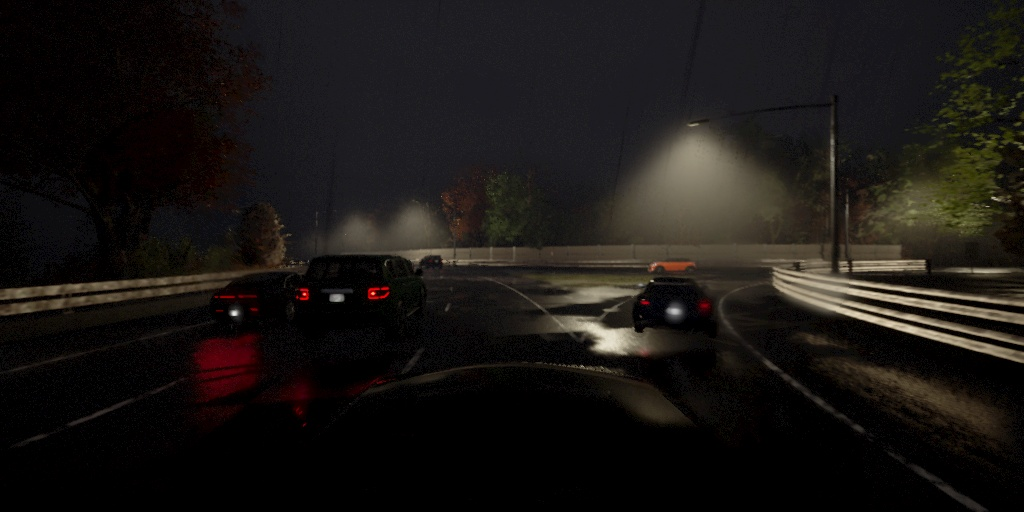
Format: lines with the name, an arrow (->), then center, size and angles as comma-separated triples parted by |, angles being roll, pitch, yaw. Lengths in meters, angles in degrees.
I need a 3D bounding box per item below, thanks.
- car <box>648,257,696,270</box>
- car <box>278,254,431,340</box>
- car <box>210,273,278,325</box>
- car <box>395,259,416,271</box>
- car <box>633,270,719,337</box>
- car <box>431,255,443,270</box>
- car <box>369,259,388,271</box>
car -> 16.810, 0.916, 37.896 | 4.553, 1.767, 2.097 | 0, 0, 8
car -> -3.881, 0.965, 10.171 | 2.150, 2.045, 5.566 | 0, 0, -5
car -> -7.594, 1.262, 11.939 | 1.837, 1.490, 4.892 | 0, 0, -5
car -> -14.760, 1.206, 49.566 | 1.812, 1.442, 4.674 | 0, 0, -28
car -> 4.588, 1.266, 10.283 | 1.994, 1.385, 4.181 | 0, 0, 23
car -> -11.493, 0.883, 50.872 | 2.150, 2.045, 5.566 | 0, 0, -29
car -> -17.954, 1.226, 48.121 | 1.812, 1.442, 4.674 | 0, 0, -29
